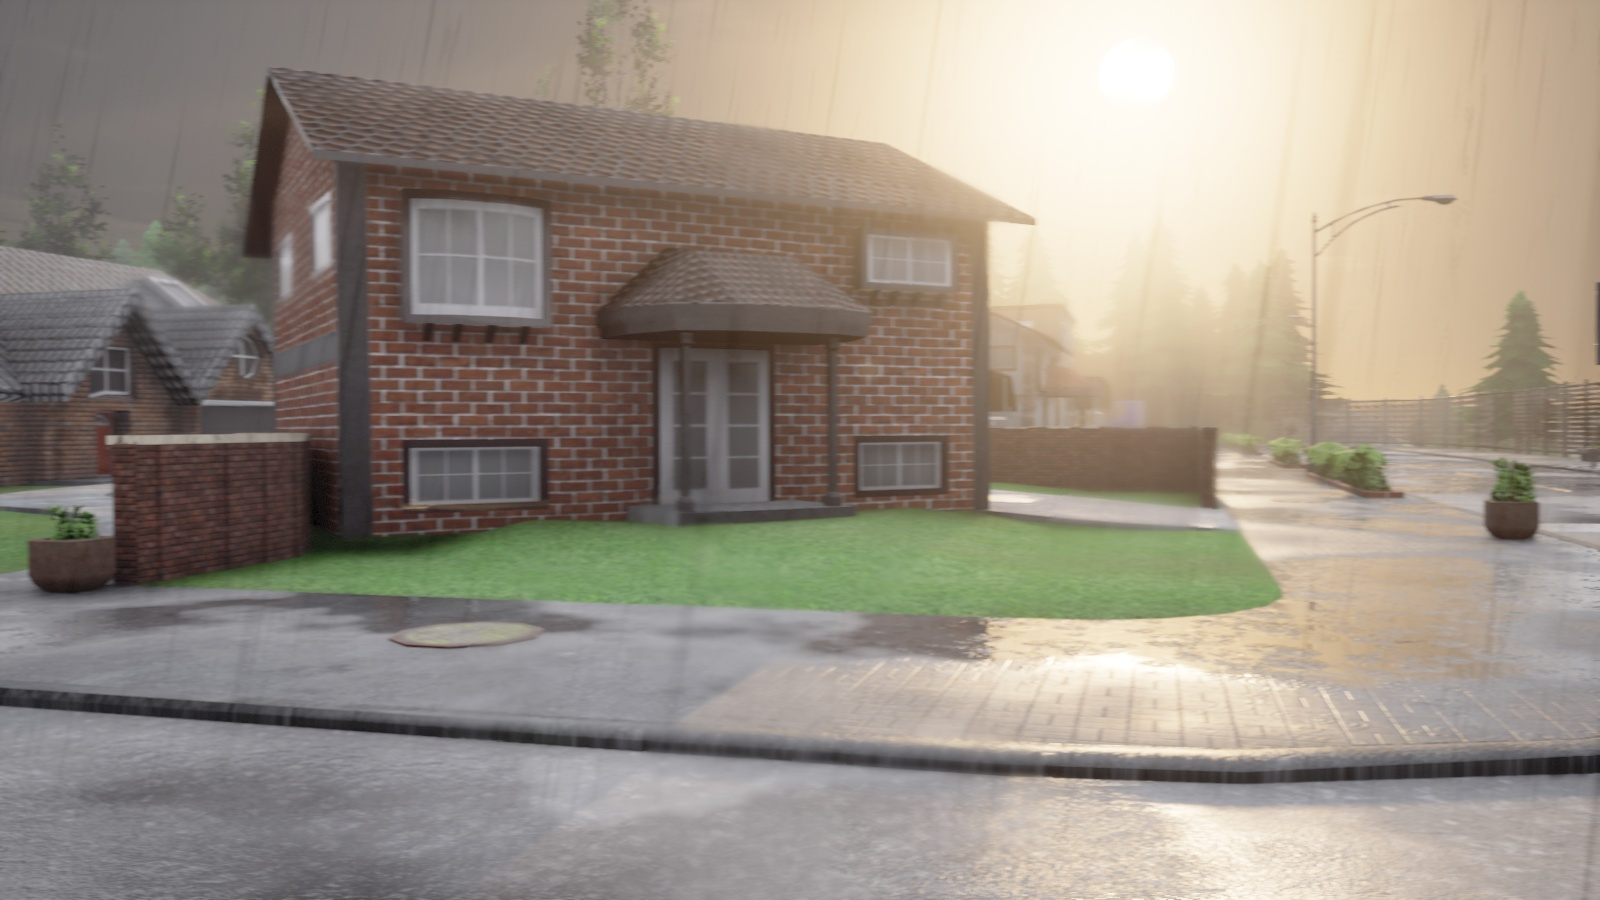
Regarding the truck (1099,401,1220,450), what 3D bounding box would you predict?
[{"bbox_3d":[25.840,-1.761,90.331,7.936,3.462,2.891,1,1,28],"label":"truck"}]
